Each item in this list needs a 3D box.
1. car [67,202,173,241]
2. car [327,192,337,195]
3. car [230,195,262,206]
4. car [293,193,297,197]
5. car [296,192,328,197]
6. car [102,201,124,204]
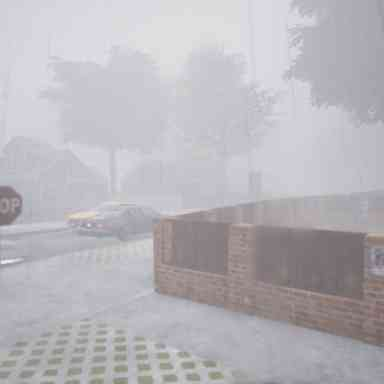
[{"bbox_3d":[-2.762,1.367,15.616,2.033,1.411,5.357,0,1,35],"label":"car"},{"bbox_3d":[20.243,0.714,48.578,1.882,1.535,5.008,0,1,35],"label":"car"},{"bbox_3d":[5.395,1.096,32.272,1.837,1.490,4.892,0,1,35],"label":"car"},{"bbox_3d":[15.127,0.784,46.053,1.812,1.442,4.674,0,1,35],"label":"car"},{"bbox_3d":[14.715,1.012,40.569,1.895,1.301,4.718,0,1,35],"label":"car"},{"bbox_3d":[-4.399,1.290,18.251,1.882,1.535,5.008,0,1,35],"label":"car"}]
